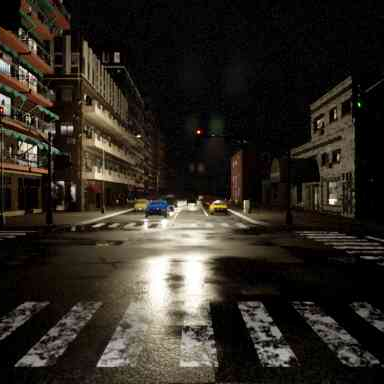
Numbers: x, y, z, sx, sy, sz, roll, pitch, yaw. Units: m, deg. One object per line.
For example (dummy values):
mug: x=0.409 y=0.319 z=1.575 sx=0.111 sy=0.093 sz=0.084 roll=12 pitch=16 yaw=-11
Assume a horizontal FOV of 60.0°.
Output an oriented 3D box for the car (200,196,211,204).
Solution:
car: x=2.630 y=1.609 z=67.087 sx=2.008 sy=1.369 sz=4.403 roll=0 pitch=0 yaw=0

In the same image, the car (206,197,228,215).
car: x=2.661 y=1.543 z=34.022 sx=1.752 sy=1.417 sz=4.829 roll=0 pitch=0 yaw=0

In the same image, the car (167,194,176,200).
car: x=-5.777 y=1.430 z=94.775 sx=2.192 sy=1.841 sz=5.009 roll=0 pitch=0 yaw=0

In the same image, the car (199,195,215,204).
car: x=2.646 y=1.349 z=50.470 sx=2.192 sy=1.841 sz=5.009 roll=0 pitch=0 yaw=0

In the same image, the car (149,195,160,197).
car: x=-5.734 y=1.349 z=50.461 sx=2.192 sy=1.841 sz=5.009 roll=0 pitch=0 yaw=0

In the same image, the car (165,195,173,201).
car: x=-5.767 y=1.530 z=83.696 sx=1.967 sy=1.590 sz=4.097 roll=0 pitch=0 yaw=0

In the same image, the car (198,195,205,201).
car: x=2.608 y=1.628 z=89.414 sx=1.752 sy=1.417 sz=4.829 roll=0 pitch=0 yaw=0

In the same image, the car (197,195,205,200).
car: x=2.603 y=1.666 z=94.783 sx=2.008 sy=1.369 sz=4.403 roll=0 pitch=0 yaw=0

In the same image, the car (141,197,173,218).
car: x=-3.128 y=1.492 z=30.712 sx=1.882 sy=1.535 sz=5.008 roll=0 pitch=0 yaw=0

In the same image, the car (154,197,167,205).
car: x=-5.746 y=1.600 z=61.539 sx=2.008 sy=1.369 sz=4.403 roll=0 pitch=0 yaw=0

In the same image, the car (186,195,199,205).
car: x=-0.056 y=1.595 z=60.238 sx=2.033 sy=1.411 sz=5.357 roll=0 pitch=0 yaw=0

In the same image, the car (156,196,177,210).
car: x=-3.119 y=1.548 z=39.990 sx=1.812 sy=1.442 sz=4.674 roll=0 pitch=0 yaw=0

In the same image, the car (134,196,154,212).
car: x=-5.725 y=1.547 z=39.212 sx=1.752 sy=1.417 sz=4.829 roll=0 pitch=0 yaw=0

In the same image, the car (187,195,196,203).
car: x=-0.066 y=1.432 z=70.658 sx=1.882 sy=1.535 sz=5.008 roll=0 pitch=0 yaw=0

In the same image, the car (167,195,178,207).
car: x=-3.122 y=1.538 z=50.059 sx=1.837 sy=1.490 sz=4.892 roll=0 pitch=0 yaw=0

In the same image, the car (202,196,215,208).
car: x=2.651 y=1.609 z=44.930 sx=1.802 sy=1.307 sz=4.206 roll=0 pitch=0 yaw=0
